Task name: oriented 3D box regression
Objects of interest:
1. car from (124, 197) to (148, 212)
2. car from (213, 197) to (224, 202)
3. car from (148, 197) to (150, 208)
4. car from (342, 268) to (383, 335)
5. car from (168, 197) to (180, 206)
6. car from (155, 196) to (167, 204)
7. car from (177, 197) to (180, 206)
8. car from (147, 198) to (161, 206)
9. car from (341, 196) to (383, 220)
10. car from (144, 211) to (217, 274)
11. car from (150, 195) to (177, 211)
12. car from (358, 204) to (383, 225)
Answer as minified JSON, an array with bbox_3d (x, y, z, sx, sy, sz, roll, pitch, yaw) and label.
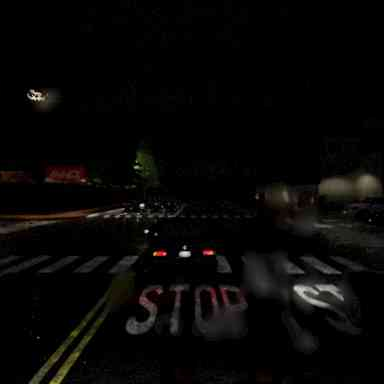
[{"bbox_3d":[-6.922,1.631,40.271,1.837,1.490,4.892,0,0,1],"label":"car"},{"bbox_3d":[6.424,1.803,80.031,1.994,1.385,4.181,0,0,20],"label":"car"},{"bbox_3d":[-6.835,1.507,49.239,2.097,1.767,4.553,0,0,1],"label":"car"},{"bbox_3d":[3.601,1.539,4.046,1.812,1.442,4.674,0,0,0],"label":"car"},{"bbox_3d":[-3.175,1.696,60.900,1.837,1.490,4.892,0,0,1],"label":"car"},{"bbox_3d":[-6.473,1.696,69.417,1.882,1.535,5.008,0,0,2],"label":"car"},{"bbox_3d":[-3.312,1.761,50.954,1.895,1.301,4.718,0,0,1],"label":"car"},{"bbox_3d":[-6.716,1.750,59.135,1.994,1.385,4.181,0,0,0],"label":"car"},{"bbox_3d":[15.087,1.306,26.822,5.566,2.045,2.150,0,0,1],"label":"car"},{"bbox_3d":[-0.515,1.581,10.694,2.033,1.411,5.357,0,0,-8],"label":"car"},{"bbox_3d":[-3.417,1.351,41.191,2.150,2.045,5.566,0,0,1],"label":"car"},{"bbox_3d":[14.668,1.674,23.304,4.718,1.301,1.895,0,0,0],"label":"car"}]
